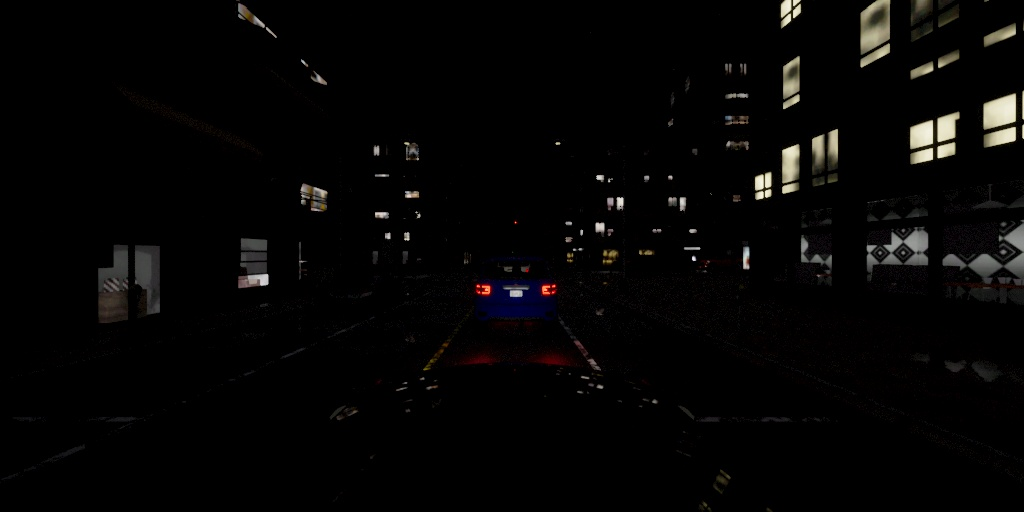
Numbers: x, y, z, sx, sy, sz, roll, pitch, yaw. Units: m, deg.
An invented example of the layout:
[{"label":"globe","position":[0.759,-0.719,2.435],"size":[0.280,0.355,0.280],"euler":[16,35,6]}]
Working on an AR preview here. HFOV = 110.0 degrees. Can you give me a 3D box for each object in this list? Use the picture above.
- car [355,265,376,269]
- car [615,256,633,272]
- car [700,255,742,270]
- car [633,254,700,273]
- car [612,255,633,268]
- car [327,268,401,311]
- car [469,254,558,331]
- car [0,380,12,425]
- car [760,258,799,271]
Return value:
[{"label":"car","position":[-14.622,1.600,36.776],"size":[4.718,1.301,1.895],"euler":[-1,0,0]},{"label":"car","position":[14.435,0.982,40.208],"size":[4.674,1.442,1.812],"euler":[-1,0,-1]},{"label":"car","position":[23.400,0.641,40.301],"size":[4.553,1.767,2.097],"euler":[-1,0,-1]},{"label":"car","position":[14.725,0.777,34.439],"size":[5.009,1.841,2.192],"euler":[0,0,0]},{"label":"car","position":[14.594,0.763,42.819],"size":[5.009,1.841,2.192],"euler":[0,0,0]},{"label":"car","position":[-5.734,1.331,14.468],"size":[1.802,1.307,4.207],"euler":[0,0,0]},{"label":"car","position":[0.103,0.971,11.062],"size":[2.150,2.045,5.566],"euler":[0,0,0]},{"label":"car","position":[-5.689,1.300,1.551],"size":[2.007,1.370,4.403],"euler":[0,0,0]},{"label":"car","position":[25.819,0.821,34.531],"size":[4.313,1.339,1.948],"euler":[0,0,0]}]
